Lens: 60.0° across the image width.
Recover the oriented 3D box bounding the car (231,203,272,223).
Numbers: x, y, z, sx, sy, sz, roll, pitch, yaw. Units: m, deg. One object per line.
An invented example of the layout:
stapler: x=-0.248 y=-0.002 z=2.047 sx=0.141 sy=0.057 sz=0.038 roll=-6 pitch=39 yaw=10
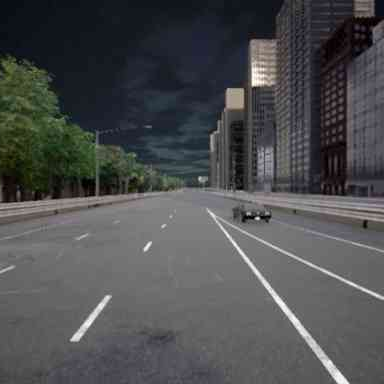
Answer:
car: x=4.048 y=1.394 z=23.439 sx=1.895 sy=1.301 sz=4.718 roll=0 pitch=0 yaw=-4
